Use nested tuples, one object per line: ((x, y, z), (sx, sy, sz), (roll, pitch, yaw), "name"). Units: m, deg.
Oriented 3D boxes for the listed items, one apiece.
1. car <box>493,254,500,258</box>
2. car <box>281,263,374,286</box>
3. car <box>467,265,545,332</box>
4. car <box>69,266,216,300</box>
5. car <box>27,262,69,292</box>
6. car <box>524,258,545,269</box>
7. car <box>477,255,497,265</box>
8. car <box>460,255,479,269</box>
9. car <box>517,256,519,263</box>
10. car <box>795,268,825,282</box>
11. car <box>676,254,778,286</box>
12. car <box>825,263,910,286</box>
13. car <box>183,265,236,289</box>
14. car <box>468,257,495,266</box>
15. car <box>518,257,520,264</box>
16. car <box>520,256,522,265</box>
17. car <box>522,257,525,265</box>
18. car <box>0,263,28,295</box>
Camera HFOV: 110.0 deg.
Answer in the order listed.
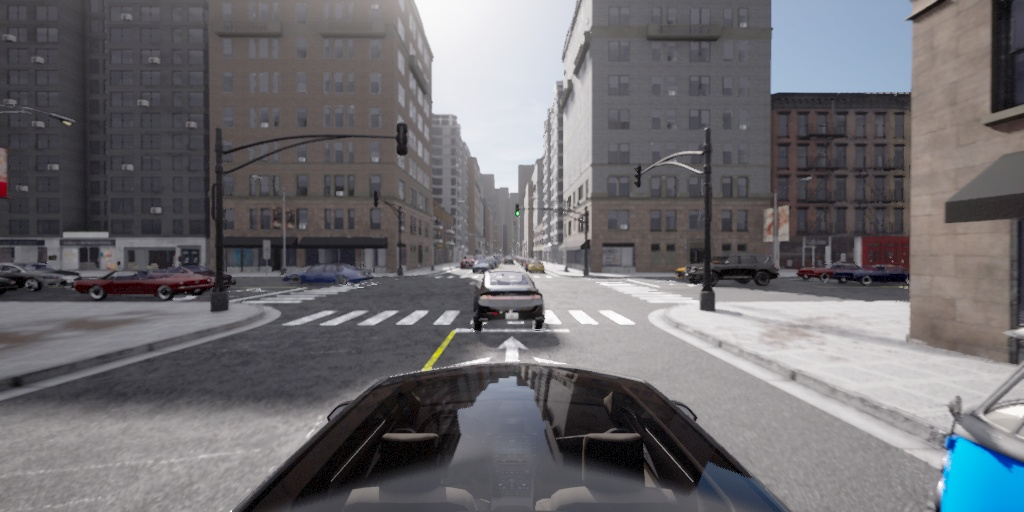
((-3.480, 0.918, 59.694), (1.882, 1.535, 5.008), (0, 0, -1), "car")
((-11.904, 1.172, 23.322), (5.357, 1.411, 2.033), (0, 0, 4), "car")
((-0.253, 1.194, 10.840), (2.128, 1.511, 4.902), (0, 0, -6), "car")
((-16.597, 1.266, 16.389), (4.718, 1.301, 1.895), (0, 0, -1), "car")
((-26.499, 1.103, 19.530), (4.902, 1.511, 2.128), (0, 0, -1), "car")
((2.654, 1.080, 39.435), (1.751, 1.417, 4.829), (0, 0, -1), "car")
((-3.398, 1.005, 49.303), (1.837, 1.490, 4.892), (0, 0, 0), "car")
((-6.018, 0.809, 50.200), (2.192, 1.841, 5.009), (0, 0, -1), "car")
((2.356, 0.976, 61.367), (1.888, 1.381, 4.507), (0, 0, -1), "car")
((24.143, 1.205, 26.817), (4.718, 1.301, 1.895), (0, 0, -1), "car")
((14.182, 0.856, 23.451), (5.566, 2.045, 2.150), (0, 0, 0), "car")
((23.950, 1.230, 23.566), (4.718, 1.301, 1.895), (0, 0, -1), "car")
((-17.682, 1.201, 19.637), (4.181, 1.385, 1.994), (0, 0, -1), "car")
((-3.302, 1.101, 39.605), (2.033, 1.411, 5.357), (0, 0, -1), "car")
((2.431, 1.028, 55.841), (1.948, 1.339, 4.313), (0, 0, -1), "car")
((2.506, 1.045, 50.315), (2.007, 1.370, 4.403), (0, 0, -1), "car")
((2.581, 0.965, 44.790), (1.967, 1.591, 4.097), (0, 0, -1), "car")
((-26.179, 1.185, 16.284), (5.357, 1.411, 2.033), (0, 0, -1), "car")
